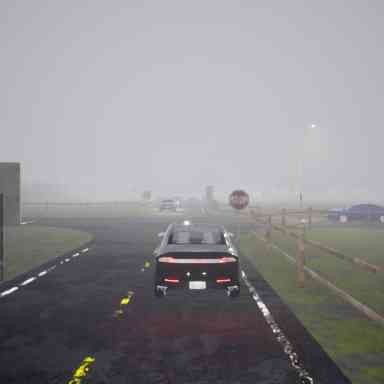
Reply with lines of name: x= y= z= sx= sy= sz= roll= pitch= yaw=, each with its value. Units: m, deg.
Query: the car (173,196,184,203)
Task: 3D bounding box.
car: x=-2.738 y=1.555 z=68.787 sx=1.994 sy=1.385 sz=4.181 roll=0 pitch=0 yaw=0

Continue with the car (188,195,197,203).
car: x=0.090 y=1.468 z=71.354 sx=1.882 sy=1.535 sz=5.008 roll=0 pitch=0 yaw=0

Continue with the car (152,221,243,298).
car: x=0.103 y=1.491 z=8.511 sx=2.128 sy=1.511 sz=4.902 roll=0 pitch=0 yaw=0

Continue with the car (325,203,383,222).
car: x=12.986 y=1.590 z=25.962 sx=5.008 sy=1.535 sz=1.882 roll=0 pitch=0 yaw=0

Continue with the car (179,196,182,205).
car: x=-2.820 y=1.596 z=48.531 sx=1.895 sy=1.301 sz=4.718 roll=0 pitch=0 yaw=0

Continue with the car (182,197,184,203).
car: x=-2.800 y=1.471 z=58.332 sx=1.882 sy=1.535 sz=5.008 roll=0 pitch=0 yaw=0

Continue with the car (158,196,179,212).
car: x=-2.772 y=1.502 z=38.439 sx=1.837 sy=1.490 sz=4.892 roll=0 pitch=0 yaw=-2
